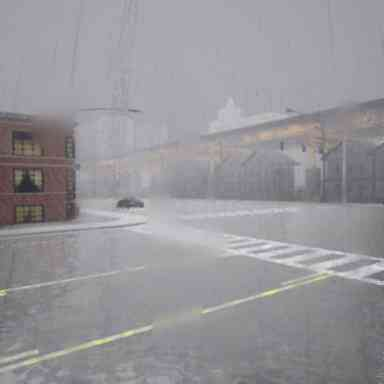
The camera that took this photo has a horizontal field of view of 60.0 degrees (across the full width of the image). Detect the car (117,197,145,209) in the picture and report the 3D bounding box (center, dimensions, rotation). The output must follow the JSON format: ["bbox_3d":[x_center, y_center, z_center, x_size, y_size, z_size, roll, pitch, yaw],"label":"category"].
[{"bbox_3d":[-7.217,1.242,39.038,1.994,1.385,4.181,-1,1,-36],"label":"car"}]
